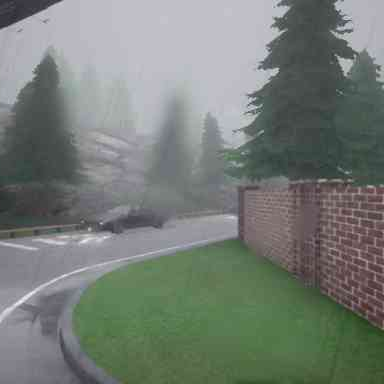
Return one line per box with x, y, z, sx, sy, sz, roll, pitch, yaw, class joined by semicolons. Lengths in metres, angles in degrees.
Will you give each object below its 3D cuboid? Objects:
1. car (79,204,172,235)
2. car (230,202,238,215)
-3.323;1.367;17.881;2.033;1.411;5.357;0;0;34;car
5.165;1.345;30.196;1.812;1.442;4.674;0;0;34;car
